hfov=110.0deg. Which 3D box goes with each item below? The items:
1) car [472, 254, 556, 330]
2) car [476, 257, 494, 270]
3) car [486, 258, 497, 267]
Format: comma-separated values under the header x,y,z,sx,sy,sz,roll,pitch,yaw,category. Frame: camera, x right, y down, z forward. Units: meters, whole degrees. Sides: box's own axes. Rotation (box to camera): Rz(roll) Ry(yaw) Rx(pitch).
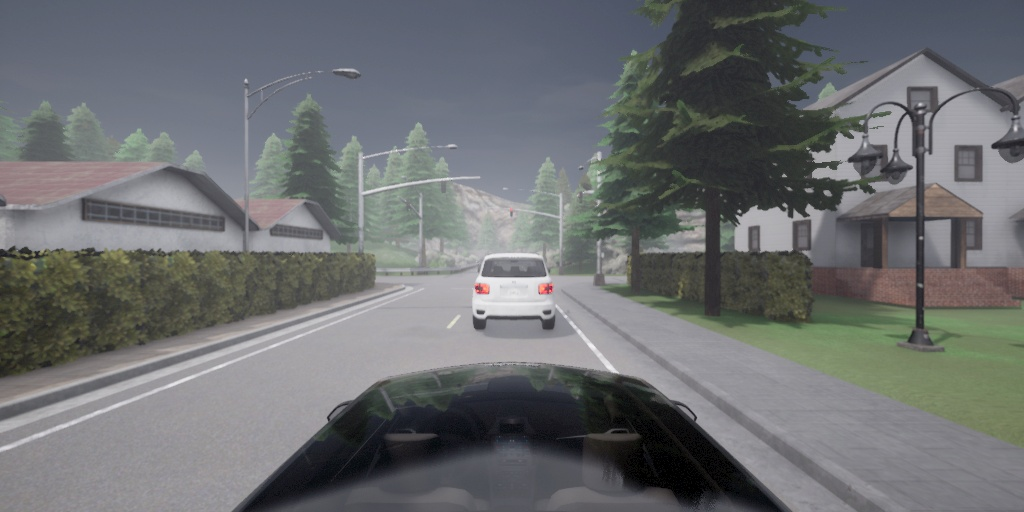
x,y,z,sx,sy,sz,roll,pitch,yaw,category
0.065,0.950,11.189,2.150,2.045,5.566,0,0,0,car
-3.580,0.994,48.996,2.097,1.767,4.553,0,0,0,car
-3.584,1.133,64.197,1.812,1.442,4.674,0,0,-2,car
